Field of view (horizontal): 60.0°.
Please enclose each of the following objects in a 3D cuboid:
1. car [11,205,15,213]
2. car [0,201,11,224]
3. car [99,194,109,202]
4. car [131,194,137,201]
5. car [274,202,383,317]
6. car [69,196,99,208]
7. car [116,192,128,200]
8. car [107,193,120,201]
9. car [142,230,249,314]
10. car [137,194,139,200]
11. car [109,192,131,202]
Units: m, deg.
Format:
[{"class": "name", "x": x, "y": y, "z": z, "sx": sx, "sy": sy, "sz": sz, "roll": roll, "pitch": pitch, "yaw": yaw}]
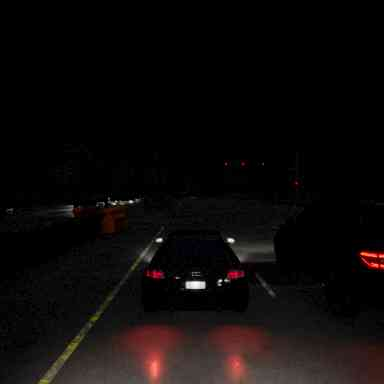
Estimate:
[{"class": "car", "x": -17.706, "y": 1.491, "z": 29.235, "sx": 2.033, "sy": 1.411, "sz": 5.357, "roll": 0, "pitch": 0, "yaw": 0}, {"class": "car", "x": -14.164, "y": 1.540, "z": 21.734, "sx": 1.994, "sy": 1.385, "sz": 4.181, "roll": 0, "pitch": 0, "yaw": 0}, {"class": "car", "x": -17.820, "y": 1.278, "z": 67.050, "sx": 1.837, "sy": 1.490, "sz": 4.892, "roll": 0, "pitch": 0, "yaw": 0}, {"class": "car", "x": -14.371, "y": 1.330, "z": 76.026, "sx": 1.895, "sy": 1.301, "sz": 4.718, "roll": 0, "pitch": 0, "yaw": 0}, {"class": "car", "x": 3.591, "y": 1.221, "z": 7.627, "sx": 2.150, "sy": 2.045, "sz": 5.566, "roll": 0, "pitch": 0, "yaw": -2}, {"class": "car", "x": -14.291, "y": 1.478, "z": 44.312, "sx": 1.895, "sy": 1.301, "sz": 4.718, "roll": 0, "pitch": 0, "yaw": 0}, {"class": "car", "x": -18.231, "y": 0.913, "z": 86.631, "sx": 2.150, "sy": 2.045, "sz": 5.566, "roll": 0, "pitch": 0, "yaw": -3}, {"class": "car", "x": -17.872, "y": 1.090, "z": 75.972, "sx": 2.097, "sy": 1.767, "sz": 4.553, "roll": 0, "pitch": 0, "yaw": 0}, {"class": "car", "x": 0.069, "y": 1.563, "z": 7.698, "sx": 1.994, "sy": 1.385, "sz": 4.181, "roll": 0, "pitch": 0, "yaw": 0}, {"class": "car", "x": -14.611, "y": 1.193, "z": 85.352, "sx": 1.837, "sy": 1.490, "sz": 4.892, "roll": 0, "pitch": 0, "yaw": -3}, {"class": "car", "x": -14.330, "y": 1.003, "z": 66.266, "sx": 2.150, "sy": 2.045, "sz": 5.566, "roll": 0, "pitch": 0, "yaw": 0}]
